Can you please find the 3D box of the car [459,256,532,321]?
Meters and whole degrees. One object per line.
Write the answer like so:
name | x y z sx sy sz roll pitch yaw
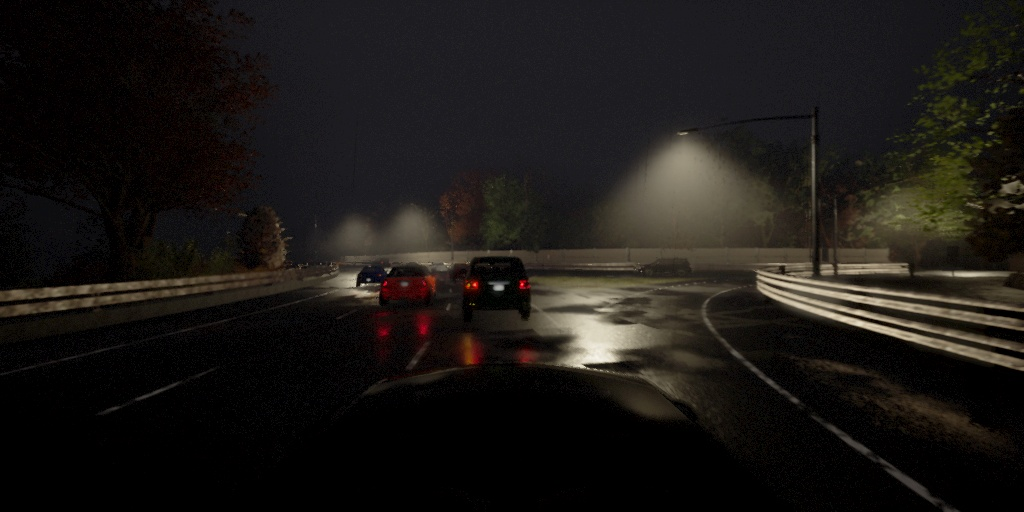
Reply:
car | -0.673 1.038 13.076 2.150 2.045 5.566 0 -1 -6

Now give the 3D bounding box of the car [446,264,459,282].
car | -4.552 1.420 32.273 1.882 1.535 5.008 0 0 -15

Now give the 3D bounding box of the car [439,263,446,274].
car | -9.678 1.569 46.696 1.812 1.442 4.674 0 0 -23

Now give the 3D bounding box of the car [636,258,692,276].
car | 16.437 1.188 38.891 5.566 2.045 2.150 0 0 8

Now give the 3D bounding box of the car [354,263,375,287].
car | -10.175 1.453 26.379 1.812 1.442 4.674 0 0 -13

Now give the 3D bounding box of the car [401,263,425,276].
car | -12.201 1.583 43.927 2.033 1.411 5.357 0 0 -23

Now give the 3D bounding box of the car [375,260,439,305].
car | -4.759 1.206 16.942 2.097 1.767 4.553 0 0 -9
